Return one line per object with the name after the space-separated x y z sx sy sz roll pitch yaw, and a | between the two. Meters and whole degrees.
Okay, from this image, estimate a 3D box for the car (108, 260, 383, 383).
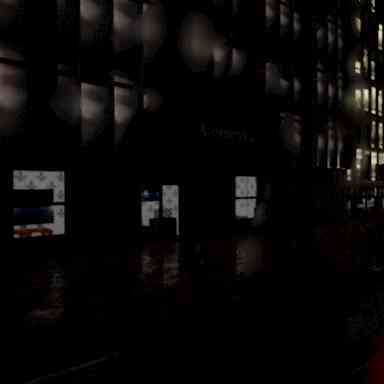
1.288 1.543 3.661 4.507 1.381 1.887 0 -1 -38 | car
